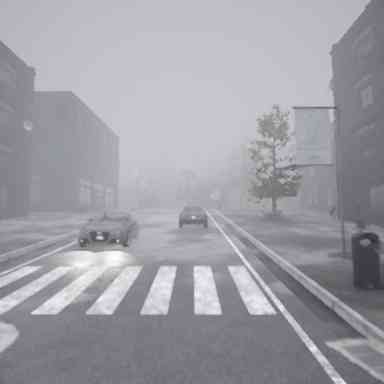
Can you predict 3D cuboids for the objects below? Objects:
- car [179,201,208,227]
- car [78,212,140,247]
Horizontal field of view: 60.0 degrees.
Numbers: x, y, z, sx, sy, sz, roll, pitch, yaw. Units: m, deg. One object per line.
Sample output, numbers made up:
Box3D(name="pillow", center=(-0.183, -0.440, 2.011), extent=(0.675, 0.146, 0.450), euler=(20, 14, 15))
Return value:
Box3D(name="car", center=(0.088, 1.605, 23.430), extent=(1.994, 1.385, 4.181), euler=(0, 0, 0))
Box3D(name="car", center=(-3.588, 1.590, 14.935), extent=(1.994, 1.385, 4.181), euler=(0, 0, 0))
